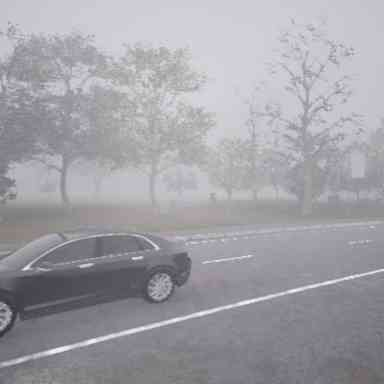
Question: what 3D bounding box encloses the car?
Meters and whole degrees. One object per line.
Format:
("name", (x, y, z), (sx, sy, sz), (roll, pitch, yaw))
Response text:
("car", (-2.281, 1.481, 6.515), (4.892, 1.490, 1.837), (0, 0, -34))
